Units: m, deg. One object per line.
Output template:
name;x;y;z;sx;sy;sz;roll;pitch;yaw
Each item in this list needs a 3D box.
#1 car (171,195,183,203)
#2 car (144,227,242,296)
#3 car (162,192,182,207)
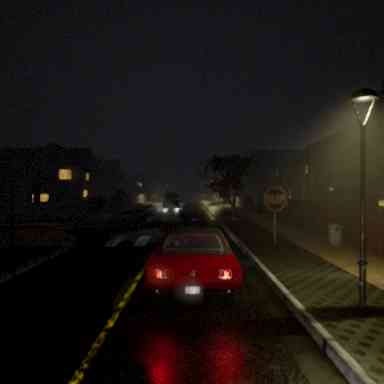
car;-2.775;1.332;62.789;2.033;1.411;5.357;0;0;1
car;0.031;1.552;8.475;1.895;1.301;4.718;0;0;0
car;-2.844;1.028;46.112;2.150;2.045;5.566;0;0;0
